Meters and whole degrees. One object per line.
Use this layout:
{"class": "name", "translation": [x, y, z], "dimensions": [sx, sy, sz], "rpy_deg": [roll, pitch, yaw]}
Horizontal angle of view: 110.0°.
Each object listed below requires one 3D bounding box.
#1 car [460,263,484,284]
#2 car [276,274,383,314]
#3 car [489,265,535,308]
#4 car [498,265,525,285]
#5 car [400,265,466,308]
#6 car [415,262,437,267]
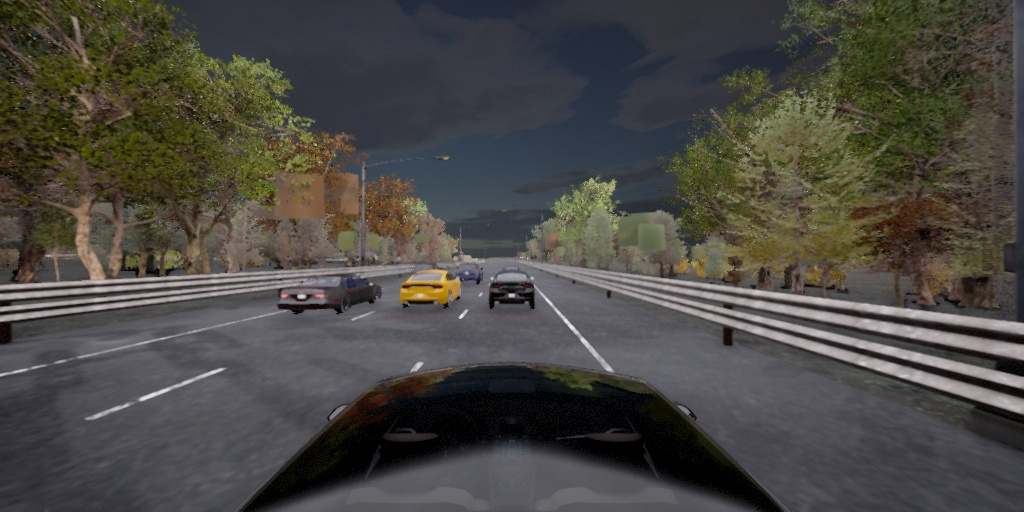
{"class": "car", "translation": [-3.555, 1.389, 30.369], "dimensions": [2.097, 1.767, 4.553], "rpy_deg": [0, -1, 0]}
{"class": "car", "translation": [-7.004, 1.427, 14.455], "dimensions": [2.033, 1.411, 5.357], "rpy_deg": [0, -1, 0]}
{"class": "car", "translation": [0.011, 1.374, 16.185], "dimensions": [1.882, 1.535, 5.008], "rpy_deg": [0, 0, 0]}
{"class": "car", "translation": [-0.055, 1.532, 30.462], "dimensions": [2.128, 1.511, 4.902], "rpy_deg": [0, 0, 0]}
{"class": "car", "translation": [-3.488, 1.373, 16.167], "dimensions": [1.882, 1.535, 5.008], "rpy_deg": [0, 0, 0]}
{"class": "car", "translation": [-7.054, 1.389, 30.348], "dimensions": [2.097, 1.767, 4.553], "rpy_deg": [0, -1, 0]}
